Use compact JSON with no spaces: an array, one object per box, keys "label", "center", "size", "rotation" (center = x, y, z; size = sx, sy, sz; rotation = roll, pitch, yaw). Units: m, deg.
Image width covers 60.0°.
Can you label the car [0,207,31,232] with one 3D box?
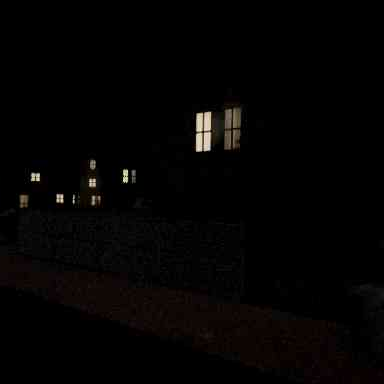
[{"label":"car","center":[-11.459,1.762,22.066],"size":[1.812,1.442,4.674],"rotation":[2,0,36]}]

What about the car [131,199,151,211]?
[{"label":"car","center":[-3.569,1.749,32.803],"size":[2.150,2.045,5.566],"rotation":[2,0,36]}]
